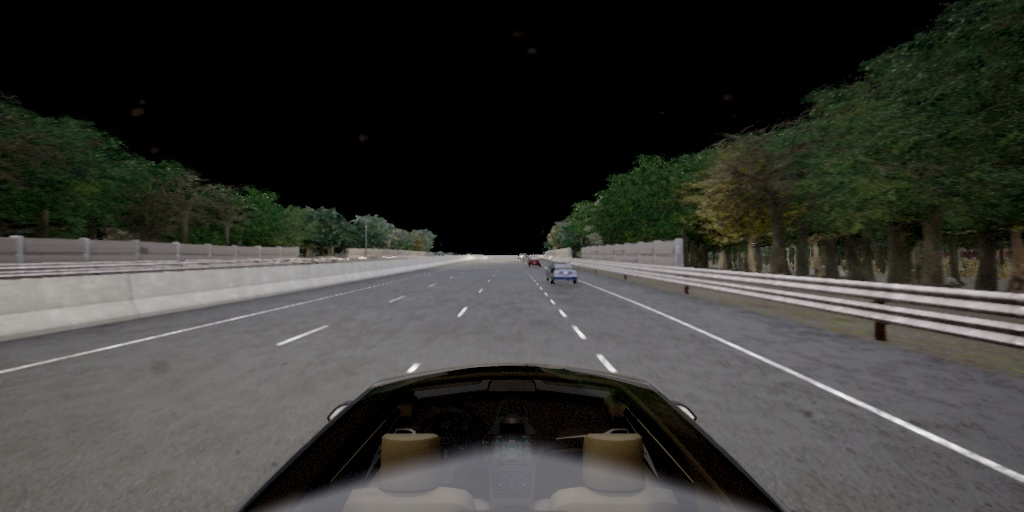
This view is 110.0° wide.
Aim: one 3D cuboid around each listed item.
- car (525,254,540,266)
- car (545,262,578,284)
[{"bbox_3d":[3.487,0.864,58.082,1.882,1.535,5.008,0,1,0],"label":"car"},{"bbox_3d":[3.495,1.146,25.872,2.033,1.411,5.357,0,0,0],"label":"car"}]
